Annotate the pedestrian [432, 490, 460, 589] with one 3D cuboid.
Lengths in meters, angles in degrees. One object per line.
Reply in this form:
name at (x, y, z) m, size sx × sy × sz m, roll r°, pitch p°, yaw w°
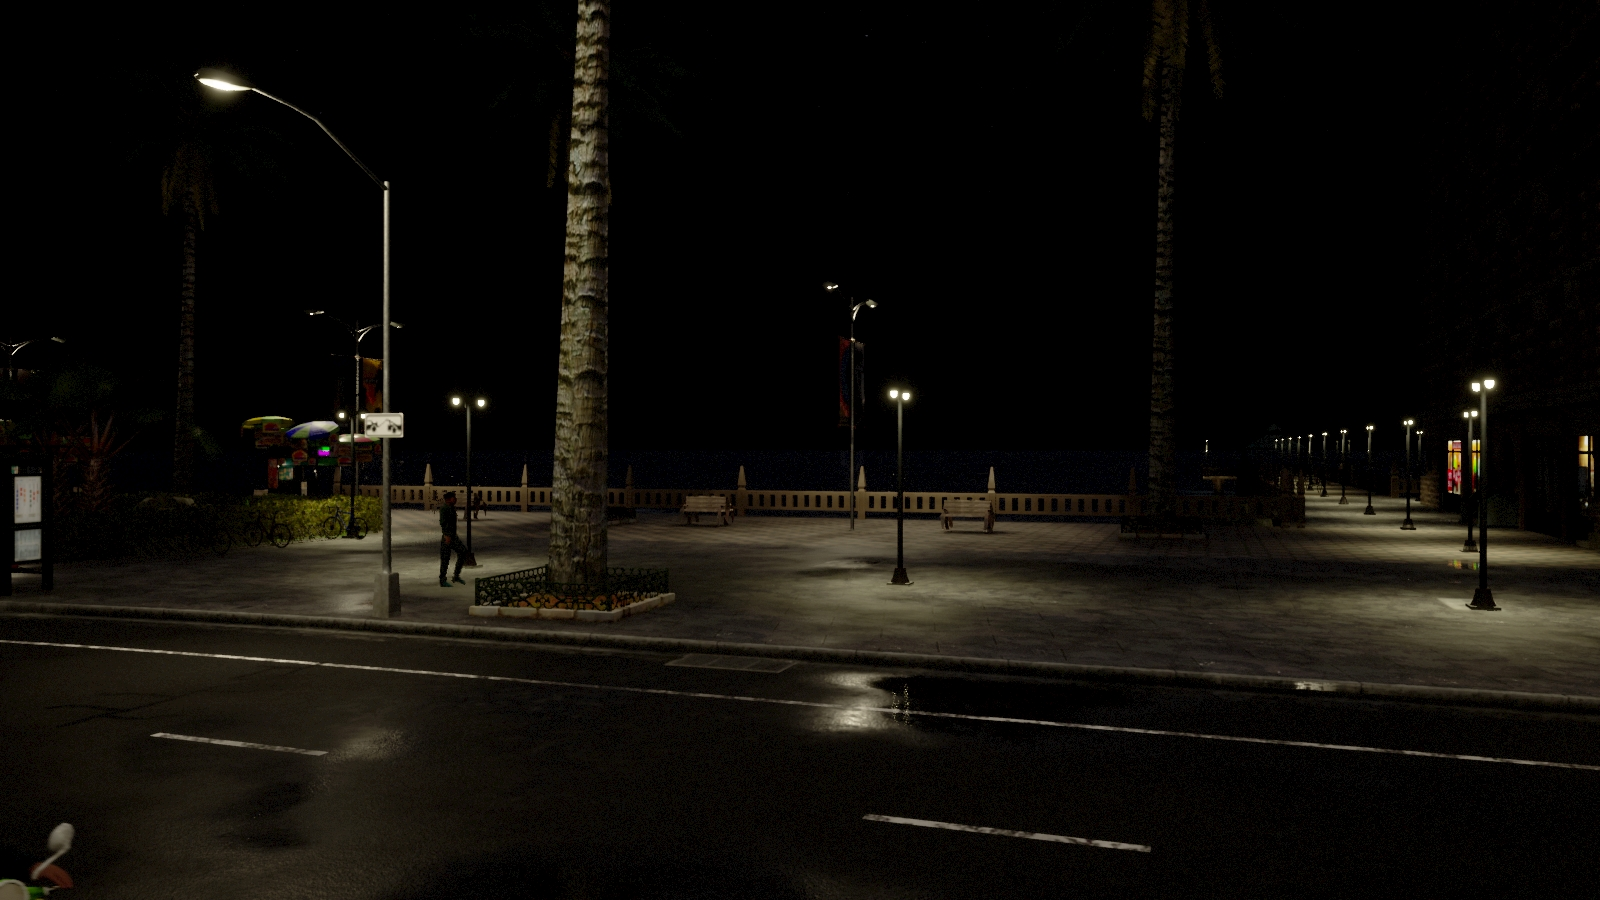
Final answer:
pedestrian at (-6.785, 1.698, 21.876) m, size 0.375 × 1.860 × 0.375 m, roll 0°, pitch 0°, yaw 13°
